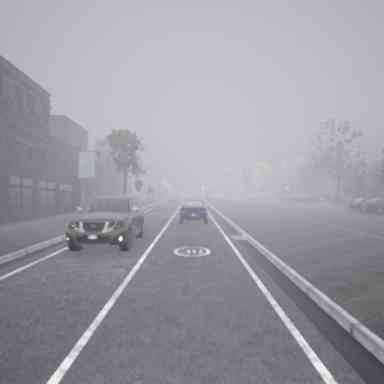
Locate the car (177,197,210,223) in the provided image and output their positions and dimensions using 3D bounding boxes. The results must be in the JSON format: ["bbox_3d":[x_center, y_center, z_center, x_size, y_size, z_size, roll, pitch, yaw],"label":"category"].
[{"bbox_3d":[0.108,1.349,24.337,1.882,1.535,5.008,0,0,0],"label":"car"}]

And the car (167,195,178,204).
[{"bbox_3d":[-3.279,1.243,57.227,2.033,1.411,5.357,0,0,1],"label":"car"}]

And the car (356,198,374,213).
[{"bbox_3d":[18.709,1.287,31.400,4.892,1.521,2.231,0,0,0],"label":"car"}]

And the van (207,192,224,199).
[{"bbox_3d":[6.369,1.002,89.486,4.442,1.987,1.878,0,-1,0],"label":"van"}]

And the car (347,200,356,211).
[{"bbox_3d":[18.715,1.308,34.676,4.674,1.452,2.002,0,0,0],"label":"car"}]

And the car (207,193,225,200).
[{"bbox_3d":[6.308,1.055,86.447,4.553,1.767,2.185,0,-1,0],"label":"car"}]

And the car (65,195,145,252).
[{"bbox_3d":[-3.346,1.147,13.952,2.150,2.045,5.566,0,0,0],"label":"car"}]

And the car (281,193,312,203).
[{"bbox_3d":[18.773,1.006,59.011,4.553,1.767,2.185,0,0,0],"label":"car"}]

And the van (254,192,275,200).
[{"bbox_3d":[18.455,0.917,82.977,4.442,1.987,1.878,0,-1,0],"label":"van"}]

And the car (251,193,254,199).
[{"bbox_3d":[18.736,1.172,85.771,5.366,1.575,1.946,0,-1,0],"label":"car"}]

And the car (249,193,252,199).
[{"bbox_3d":[18.715,1.210,88.431,5.366,1.575,1.946,0,-1,0],"label":"car"}]

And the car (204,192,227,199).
[{"bbox_3d":[6.115,1.143,83.527,5.366,1.575,1.946,0,-1,0],"label":"car"}]

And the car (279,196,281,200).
[{"bbox_3d":[18.703,1.156,62.182,4.674,1.452,2.002,0,0,0],"label":"car"}]

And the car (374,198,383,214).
[{"bbox_3d":[18.717,1.304,28.127,5.008,1.535,2.097,0,0,0],"label":"car"}]
